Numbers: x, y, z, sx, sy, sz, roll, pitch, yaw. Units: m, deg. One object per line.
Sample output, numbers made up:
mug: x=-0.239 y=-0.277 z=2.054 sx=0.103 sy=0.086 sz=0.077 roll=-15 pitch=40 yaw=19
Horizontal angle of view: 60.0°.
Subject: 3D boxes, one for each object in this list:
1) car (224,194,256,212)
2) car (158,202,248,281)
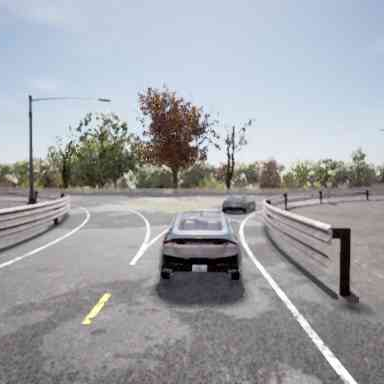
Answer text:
car: x=3.869 y=0.871 z=26.798 sx=1.994 sy=1.385 sz=4.181 roll=1 pitch=2 yaw=22
car: x=0.253 y=1.254 z=9.100 sx=2.128 sy=1.511 sz=4.902 roll=0 pitch=2 yaw=2
